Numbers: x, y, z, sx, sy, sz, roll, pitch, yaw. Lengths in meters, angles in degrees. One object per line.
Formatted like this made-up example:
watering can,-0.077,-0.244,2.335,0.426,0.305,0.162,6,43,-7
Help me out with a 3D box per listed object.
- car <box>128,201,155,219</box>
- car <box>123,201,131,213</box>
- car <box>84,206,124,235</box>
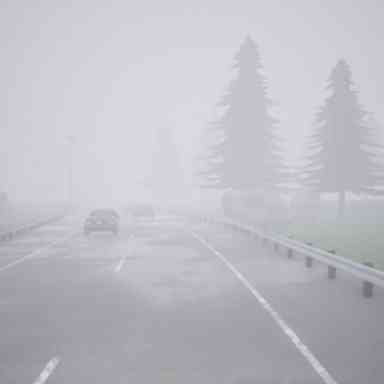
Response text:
car,-4.959,1.914,33.340,1.895,1.301,4.718,0,-1,-16
car,-7.675,1.923,42.323,1.812,1.442,4.674,0,0,-18
car,-5.459,1.741,20.482,2.033,1.411,5.357,0,-1,-11
